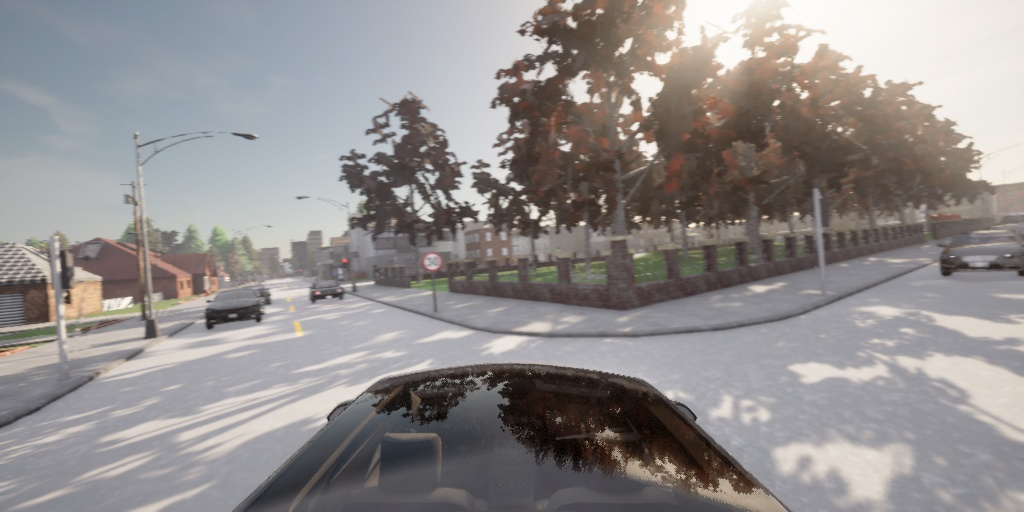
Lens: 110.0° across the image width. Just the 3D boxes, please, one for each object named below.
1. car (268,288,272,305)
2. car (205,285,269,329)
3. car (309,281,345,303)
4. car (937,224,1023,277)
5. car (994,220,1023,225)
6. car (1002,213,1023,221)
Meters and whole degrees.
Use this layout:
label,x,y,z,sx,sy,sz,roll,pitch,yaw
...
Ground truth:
label,x,y,z,sx,sy,sz,roll,pitch,yaw
car,-17.947,2.768,24.942,1.994,1.385,4.181,-5,0,-32
car,-12.629,2.251,16.551,1.882,1.535,5.008,-5,0,-33
car,-12.692,2.374,24.405,1.895,1.301,4.718,-5,0,-32
car,16.928,-0.160,12.771,4.902,1.511,2.128,-5,0,-33
car,25.439,-0.878,18.250,5.008,1.535,1.882,-5,0,-33
car,34.435,-1.878,24.027,5.566,2.045,2.150,-5,0,-32
